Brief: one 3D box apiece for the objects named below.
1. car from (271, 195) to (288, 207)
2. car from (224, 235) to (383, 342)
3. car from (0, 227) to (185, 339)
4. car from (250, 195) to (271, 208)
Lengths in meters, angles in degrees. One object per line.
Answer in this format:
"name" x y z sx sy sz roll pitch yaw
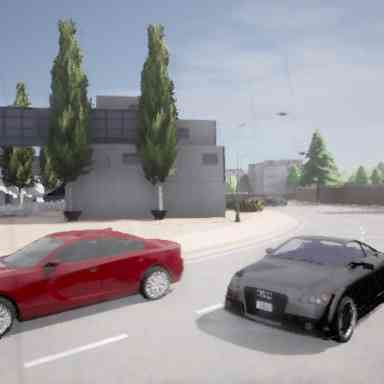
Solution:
"car" 14.071 1.478 55.836 2.150 2.045 5.566 0 -1 -6
"car" 2.520 1.591 6.613 1.994 1.385 4.181 -1 0 45
"car" -2.433 1.539 6.792 5.008 1.535 1.882 0 0 -41
"car" 10.712 1.616 54.338 2.097 1.767 4.553 0 0 -6
